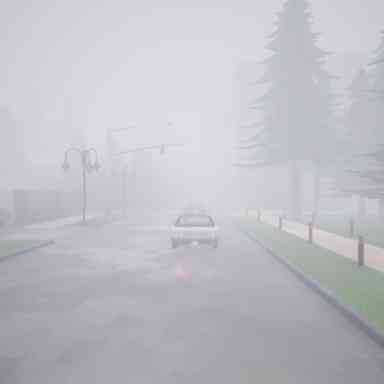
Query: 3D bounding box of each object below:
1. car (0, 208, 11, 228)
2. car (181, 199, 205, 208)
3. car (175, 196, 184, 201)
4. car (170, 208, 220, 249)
[{"bbox_3d":[-12.680,1.171,18.434,4.605,1.855,1.932,0,0,0],"label":"car"},{"bbox_3d":[0.254,1.571,29.562,1.994,1.385,4.181,0,0,0],"label":"car"},{"bbox_3d":[-2.857,1.617,77.869,1.895,1.301,4.718,0,0,1],"label":"car"},{"bbox_3d":[0.125,1.615,14.592,1.895,1.301,4.718,0,0,0],"label":"car"}]
